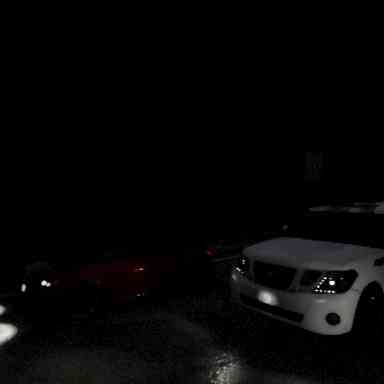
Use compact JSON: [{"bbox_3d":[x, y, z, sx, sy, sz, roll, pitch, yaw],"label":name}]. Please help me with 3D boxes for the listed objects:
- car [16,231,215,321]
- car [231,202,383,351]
[{"bbox_3d":[-1.523,1.596,7.376,4.181,1.385,1.994,0,0,-37],"label":"car"},{"bbox_3d":[3.297,1.239,6.644,5.566,2.045,2.150,0,-1,-38],"label":"car"}]
